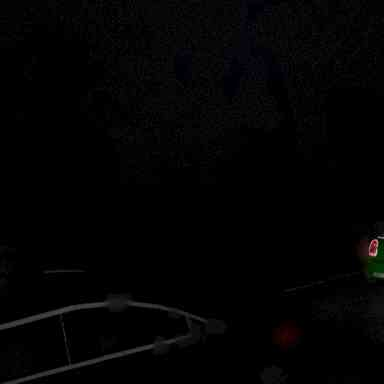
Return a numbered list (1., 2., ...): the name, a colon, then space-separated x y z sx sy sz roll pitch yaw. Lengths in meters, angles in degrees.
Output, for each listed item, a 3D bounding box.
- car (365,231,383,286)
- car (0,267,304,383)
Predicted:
1. car: 6.320 1.351 8.204 4.553 1.767 2.097 0 0 -35
2. car: -0.998 1.491 3.014 4.902 1.511 2.128 0 0 -36
